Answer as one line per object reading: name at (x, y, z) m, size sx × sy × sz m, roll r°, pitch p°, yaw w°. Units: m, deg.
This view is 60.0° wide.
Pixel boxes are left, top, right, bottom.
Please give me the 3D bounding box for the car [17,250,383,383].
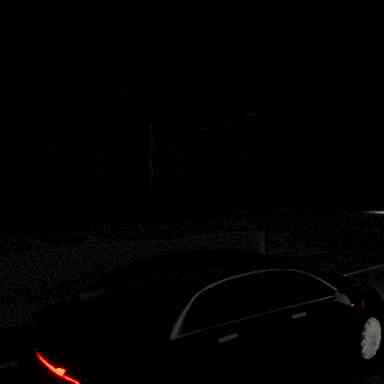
car at (0.584, 1.507, 4.166) m, size 4.892 × 1.490 × 1.837 m, roll 0°, pitch 0°, yaw -35°
